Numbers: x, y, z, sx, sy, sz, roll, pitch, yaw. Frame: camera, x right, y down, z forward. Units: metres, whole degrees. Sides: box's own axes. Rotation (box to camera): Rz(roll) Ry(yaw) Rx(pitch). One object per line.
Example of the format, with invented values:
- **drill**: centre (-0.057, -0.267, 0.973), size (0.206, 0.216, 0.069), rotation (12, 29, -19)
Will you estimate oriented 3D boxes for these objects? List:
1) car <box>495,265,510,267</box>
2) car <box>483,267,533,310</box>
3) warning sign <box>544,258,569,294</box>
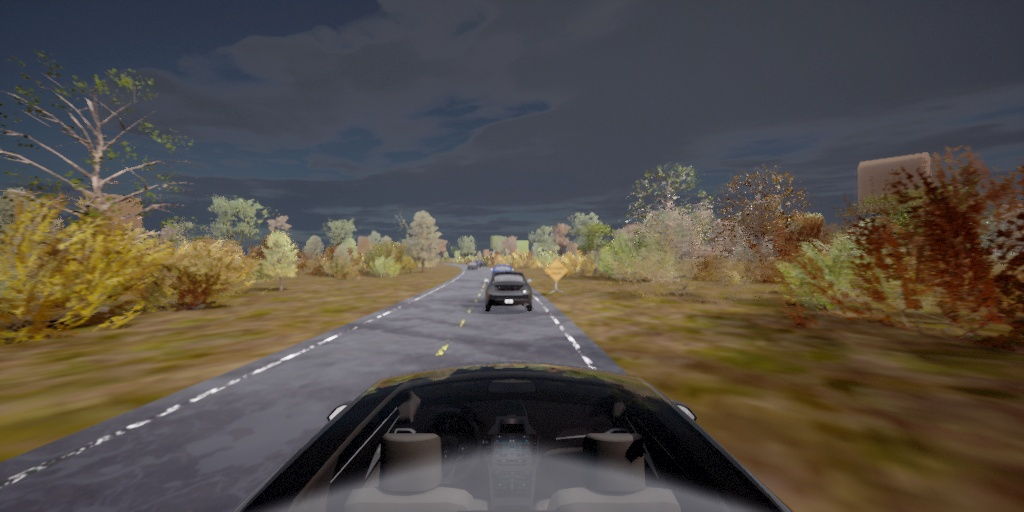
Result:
- **car**: centre (-0.846, 1.525, 31.180), size (1.882, 1.535, 5.008), rotation (0, 0, -3)
- **car**: centre (-0.160, 1.394, 15.401), size (1.837, 1.490, 4.892), rotation (0, 0, -1)
- **warning sign**: centre (2.362, 1.040, 19.149), size (1.300, 1.860, 1.060), rotation (0, 0, -2)
